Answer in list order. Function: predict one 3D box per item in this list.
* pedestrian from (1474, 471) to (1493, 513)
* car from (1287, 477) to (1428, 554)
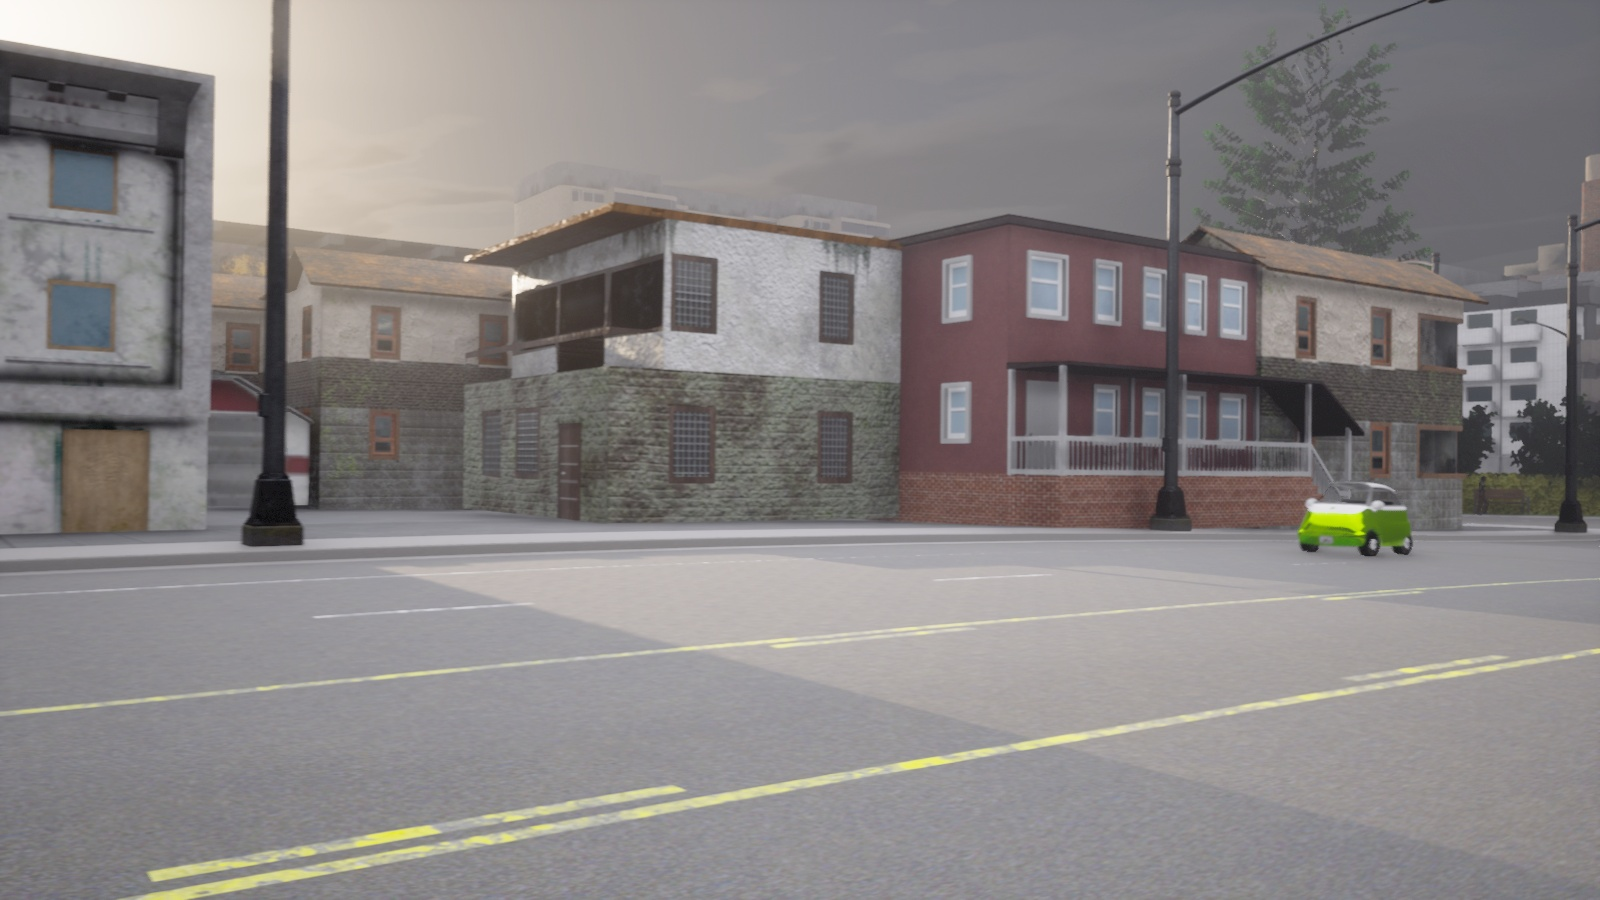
[{"bbox_3d":[31.725,1.963,58.331,0.692,1.930,0.395,0,-1,13],"label":"pedestrian"},{"bbox_3d":[10.561,1.236,23.794,2.207,1.376,1.481,3,-2,-35],"label":"car"}]
